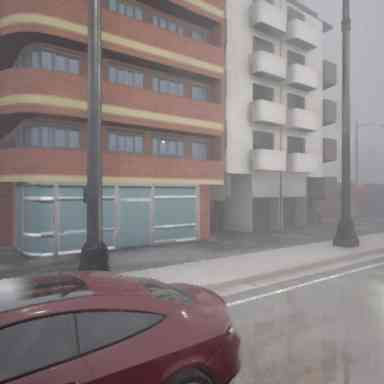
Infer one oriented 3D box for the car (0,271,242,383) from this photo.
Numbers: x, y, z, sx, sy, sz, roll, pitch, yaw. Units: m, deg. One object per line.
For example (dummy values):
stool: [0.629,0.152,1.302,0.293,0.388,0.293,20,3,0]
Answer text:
car: [-1.613,1.526,2.804,4.674,1.442,1.812,0,0,-36]
